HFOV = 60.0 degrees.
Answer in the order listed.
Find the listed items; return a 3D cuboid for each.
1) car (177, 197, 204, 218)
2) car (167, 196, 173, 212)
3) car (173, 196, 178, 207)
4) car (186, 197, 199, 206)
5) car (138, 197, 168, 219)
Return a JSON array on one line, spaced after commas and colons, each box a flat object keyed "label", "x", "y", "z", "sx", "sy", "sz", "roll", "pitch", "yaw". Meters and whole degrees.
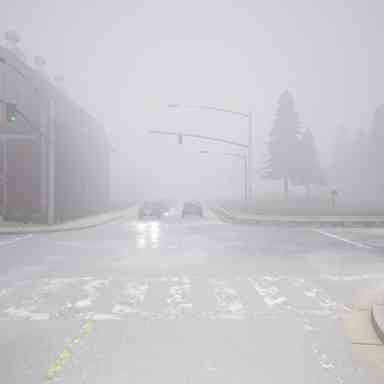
[{"label": "car", "x": 0.024, "y": 1.492, "z": 30.452, "sx": 2.128, "sy": 1.511, "sz": 4.902, "roll": 0, "pitch": 0, "yaw": 0}, {"label": "car", "x": -3.567, "y": 1.505, "z": 39.107, "sx": 1.837, "sy": 1.490, "sz": 4.892, "roll": 0, "pitch": 0, "yaw": 0}, {"label": "car", "x": -3.554, "y": 1.526, "z": 49.372, "sx": 1.812, "sy": 1.442, "sz": 4.674, "roll": 0, "pitch": 0, "yaw": 0}, {"label": "car", "x": 0.044, "y": 1.547, "z": 55.918, "sx": 2.033, "sy": 1.411, "sz": 5.357, "roll": 0, "pitch": 0, "yaw": 0}, {"label": "car", "x": -3.577, "y": 1.492, "z": 29.636, "sx": 2.128, "sy": 1.511, "sz": 4.902, "roll": 0, "pitch": 0, "yaw": 0}]
